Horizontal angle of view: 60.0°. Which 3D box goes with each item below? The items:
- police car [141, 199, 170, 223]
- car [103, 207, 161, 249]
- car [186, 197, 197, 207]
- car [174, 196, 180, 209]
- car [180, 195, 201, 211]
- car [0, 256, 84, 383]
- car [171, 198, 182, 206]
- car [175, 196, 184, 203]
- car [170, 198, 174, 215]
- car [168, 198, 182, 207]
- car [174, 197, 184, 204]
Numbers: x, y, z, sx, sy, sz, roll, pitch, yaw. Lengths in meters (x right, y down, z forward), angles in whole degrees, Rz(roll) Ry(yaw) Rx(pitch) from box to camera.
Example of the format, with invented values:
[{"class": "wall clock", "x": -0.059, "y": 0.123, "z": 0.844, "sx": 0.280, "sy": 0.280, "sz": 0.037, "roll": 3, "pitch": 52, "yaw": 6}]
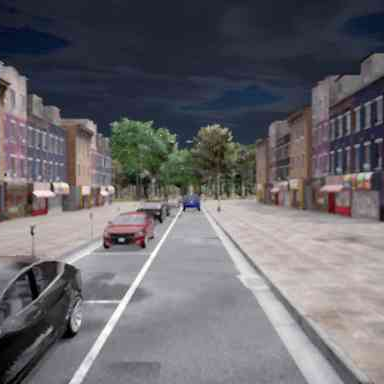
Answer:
[{"class": "police car", "x": -3.042, "y": 1.474, "z": 25.798, "sx": 1.930, "sy": 1.638, "sz": 5.238, "roll": 0, "pitch": 0, "yaw": 0}, {"class": "car", "x": -2.666, "y": 1.571, "z": 14.808, "sx": 1.887, "sy": 1.381, "sz": 4.507, "roll": -1, "pitch": 0, "yaw": 0}, {"class": "car", "x": -0.068, "y": 1.627, "z": 54.251, "sx": 1.837, "sy": 1.490, "sz": 4.892, "roll": 0, "pitch": -1, "yaw": 0}, {"class": "car", "x": -2.708, "y": 1.648, "z": 47.417, "sx": 2.008, "sy": 1.369, "sz": 4.403, "roll": -1, "pitch": 0, "yaw": 0}, {"class": "car", "x": -0.038, "y": 1.343, "z": 42.462, "sx": 2.150, "sy": 2.045, "sz": 5.566, "roll": 0, "pitch": 0, "yaw": 0}, {"class": "car", "x": -2.651, "y": 1.572, "z": 3.939, "sx": 1.947, "sy": 1.339, "sz": 4.313, "roll": -1, "pitch": 0, "yaw": 0}, {"class": "car", "x": -2.722, "y": 1.708, "z": 58.287, "sx": 1.802, "sy": 1.307, "sz": 4.206, "roll": -1, "pitch": 0, "yaw": 0}, {"class": "car", "x": -2.746, "y": 1.609, "z": 74.592, "sx": 1.967, "sy": 1.590, "sz": 4.097, "roll": -1, "pitch": 0, "yaw": 0}, {"class": "car", "x": -3.063, "y": 1.568, "z": 32.688, "sx": 1.837, "sy": 1.490, "sz": 4.892, "roll": 0, "pitch": 0, "yaw": 0}, {"class": "car", "x": -2.716, "y": 1.677, "z": 52.852, "sx": 1.947, "sy": 1.339, "sz": 4.313, "roll": -1, "pitch": 0, "yaw": 0}, {"class": "car", "x": -2.737, "y": 1.721, "z": 69.156, "sx": 1.947, "sy": 1.339, "sz": 4.313, "roll": -1, "pitch": 0, "yaw": 0}]
